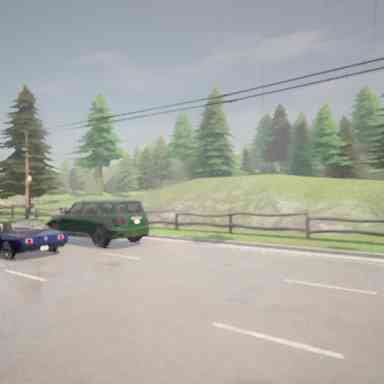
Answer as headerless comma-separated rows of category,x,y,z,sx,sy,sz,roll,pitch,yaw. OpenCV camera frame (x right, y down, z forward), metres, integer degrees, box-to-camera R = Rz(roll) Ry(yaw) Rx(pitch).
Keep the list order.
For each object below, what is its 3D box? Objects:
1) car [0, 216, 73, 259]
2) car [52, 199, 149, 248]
car,-7.098,1.748,13.251,4.718,1.301,1.895,-1,0,36
car,-4.517,1.364,15.701,5.566,2.045,2.150,0,0,36
